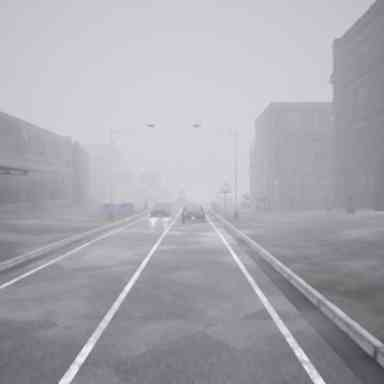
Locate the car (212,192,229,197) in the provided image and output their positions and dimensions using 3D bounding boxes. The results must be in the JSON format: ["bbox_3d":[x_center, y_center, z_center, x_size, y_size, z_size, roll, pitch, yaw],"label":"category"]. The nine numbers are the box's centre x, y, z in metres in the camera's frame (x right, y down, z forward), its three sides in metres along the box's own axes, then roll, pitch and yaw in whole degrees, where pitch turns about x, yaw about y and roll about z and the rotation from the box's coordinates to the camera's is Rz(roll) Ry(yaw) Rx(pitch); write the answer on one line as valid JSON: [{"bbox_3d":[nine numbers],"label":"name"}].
[{"bbox_3d":[8.182,0.771,94.681,4.674,1.452,2.002,0,2,-1],"label":"car"}]

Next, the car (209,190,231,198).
[{"bbox_3d":[8.024,0.826,91.921,5.366,1.575,1.946,0,2,-1],"label":"car"}]

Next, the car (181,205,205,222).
[{"bbox_3d":[0.100,1.771,28.149,1.895,1.301,4.718,0,-1,0],"label":"car"}]

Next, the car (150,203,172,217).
[{"bbox_3d":[-3.033,1.779,33.892,2.033,1.411,5.357,0,-1,1],"label":"car"}]
